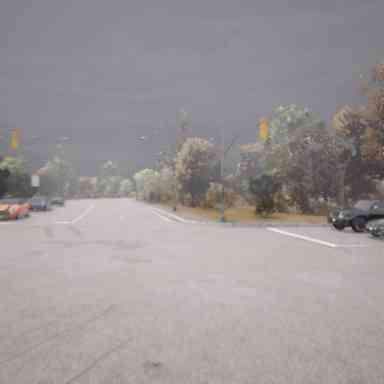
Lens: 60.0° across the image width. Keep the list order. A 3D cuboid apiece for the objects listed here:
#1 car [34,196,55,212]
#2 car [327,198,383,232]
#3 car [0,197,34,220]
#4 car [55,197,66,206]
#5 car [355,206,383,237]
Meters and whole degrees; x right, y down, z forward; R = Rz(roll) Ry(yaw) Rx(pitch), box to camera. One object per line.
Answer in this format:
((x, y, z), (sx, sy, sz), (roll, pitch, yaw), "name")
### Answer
((-17.409, 1.269, 37.881), (2.097, 1.767, 4.553), (0, 0, -14), "car")
((11.317, 1.417, 20.725), (5.566, 2.045, 2.150), (2, 0, -11), "car")
((-14.824, 1.282, 27.160), (2.097, 1.767, 4.553), (0, 0, -13), "car")
((-21.174, 1.483, 52.670), (2.033, 1.411, 5.357), (0, 0, -14), "car")
((11.363, 1.685, 17.166), (4.892, 1.490, 1.837), (2, 0, -11), "car")
